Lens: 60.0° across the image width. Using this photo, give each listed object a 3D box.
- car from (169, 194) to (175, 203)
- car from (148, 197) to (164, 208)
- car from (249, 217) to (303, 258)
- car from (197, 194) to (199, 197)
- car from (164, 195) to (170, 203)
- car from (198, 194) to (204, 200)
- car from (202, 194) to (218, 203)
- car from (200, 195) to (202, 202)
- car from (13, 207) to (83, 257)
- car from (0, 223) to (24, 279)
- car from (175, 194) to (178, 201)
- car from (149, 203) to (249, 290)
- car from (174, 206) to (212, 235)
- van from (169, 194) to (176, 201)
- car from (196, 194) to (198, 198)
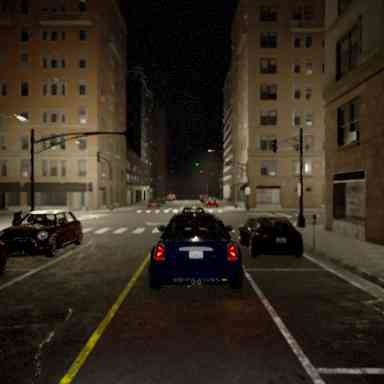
[{"bbox_3d":[-5.561,1.682,76.671,1.752,1.417,4.829,0,0,0],"label":"car"},{"bbox_3d":[-5.619,1.654,49.798,1.802,1.307,4.206,0,0,0],"label":"car"},{"bbox_3d":[2.859,1.576,12.692,1.947,1.339,4.313,0,0,0],"label":"car"},{"bbox_3d":[2.975,1.621,82.236,1.967,1.590,4.097,0,0,0],"label":"car"},{"bbox_3d":[-5.595,1.651,60.615,2.008,1.369,4.403,0,0,0],"label":"car"},{"bbox_3d":[2.952,1.577,71.418,1.967,1.590,4.097,0,0,0],"label":"car"},{"bbox_3d":[2.905,1.513,49.783,1.967,1.590,4.097,0,0,0],"label":"car"},{"bbox_3d":[2.929,1.651,60.600,2.008,1.369,4.403,0,0,0],"label":"car"},{"bbox_3d":[-5.667,1.450,12.696,1.967,1.590,4.097,0,0,0],"label":"car"},{"bbox_3d":[-5.668,1.587,7.194,1.802,1.307,4.206,0,0,0],"label":"car"},{"bbox_3d":[-5.539,1.521,87.659,2.192,1.841,5.009,0,0,0],"label":"car"},{"bbox_3d":[0.093,1.360,9.236,2.097,1.767,4.553,0,0,0],"label":"car"},{"bbox_3d":[0.089,1.581,19.614,1.994,1.385,4.181,0,0,0],"label":"car"},{"bbox_3d":[-5.528,1.575,93.067,1.690,1.788,3.998,0,0,0],"label":"van"},{"bbox_3d":[2.986,1.521,87.646,2.192,1.841,5.009,0,0,0],"label":"car"}]
